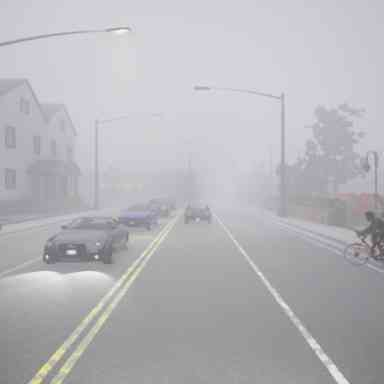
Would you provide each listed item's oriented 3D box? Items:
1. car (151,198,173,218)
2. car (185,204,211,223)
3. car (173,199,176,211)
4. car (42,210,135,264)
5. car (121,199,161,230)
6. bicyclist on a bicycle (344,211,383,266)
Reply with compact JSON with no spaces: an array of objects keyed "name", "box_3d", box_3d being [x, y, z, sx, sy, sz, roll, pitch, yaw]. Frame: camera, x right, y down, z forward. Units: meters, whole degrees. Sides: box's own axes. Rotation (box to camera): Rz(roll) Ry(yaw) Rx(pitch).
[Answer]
[{"name":"car","box_3d":[-3.154,1.322,30.266,2.097,1.767,4.553,0,0,1]},{"name":"car","box_3d":[0.448,1.576,25.202,1.895,1.301,4.718,0,0,1]},{"name":"car","box_3d":[-2.944,1.438,40.088,1.882,1.535,5.008,0,0,1]},{"name":"car","box_3d":[-3.464,1.552,11.565,1.994,1.385,4.181,0,0,0]},{"name":"car","box_3d":[-3.312,1.456,20.990,1.882,1.535,5.008,0,0,1]},{"name":"bicyclist on a bicycle","box_3d":[5.305,1.390,9.627,1.656,1.620,0.582,1,0,20]}]
